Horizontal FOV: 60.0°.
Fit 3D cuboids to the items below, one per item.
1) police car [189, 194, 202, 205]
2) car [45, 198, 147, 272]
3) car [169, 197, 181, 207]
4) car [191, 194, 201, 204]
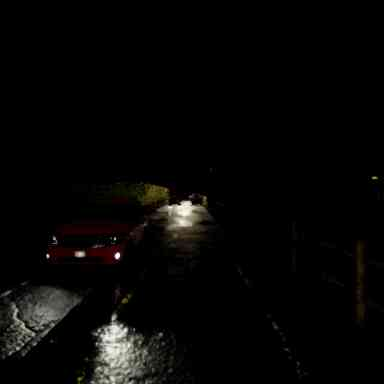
[{"bbox_3d":[0.839,1.563,60.395,1.930,1.638,5.238,0,0,0],"label":"police car"},{"bbox_3d":[-2.848,1.231,11.226,2.150,2.045,5.566,0,0,0],"label":"car"},{"bbox_3d":[-2.793,1.621,55.018,1.837,1.490,4.892,0,0,0],"label":"car"},{"bbox_3d":[0.842,1.404,70.316,2.150,2.045,5.566,0,0,0],"label":"car"}]
